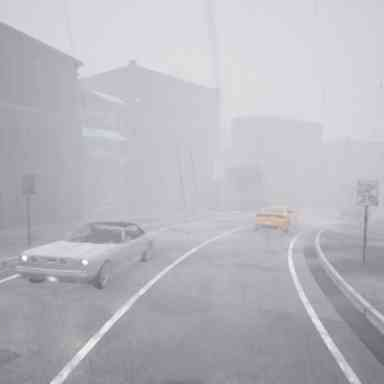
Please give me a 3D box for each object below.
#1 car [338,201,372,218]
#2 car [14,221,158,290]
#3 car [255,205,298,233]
[{"bbox_3d":[18.239,2.029,36.764,4.181,1.385,1.994,2,3,-40],"label":"car"},{"bbox_3d":[-2.497,1.522,9.167,1.895,1.301,4.718,1,0,12],"label":"car"},{"bbox_3d":[5.328,1.560,20.671,1.882,1.535,5.008,2,0,26],"label":"car"}]
